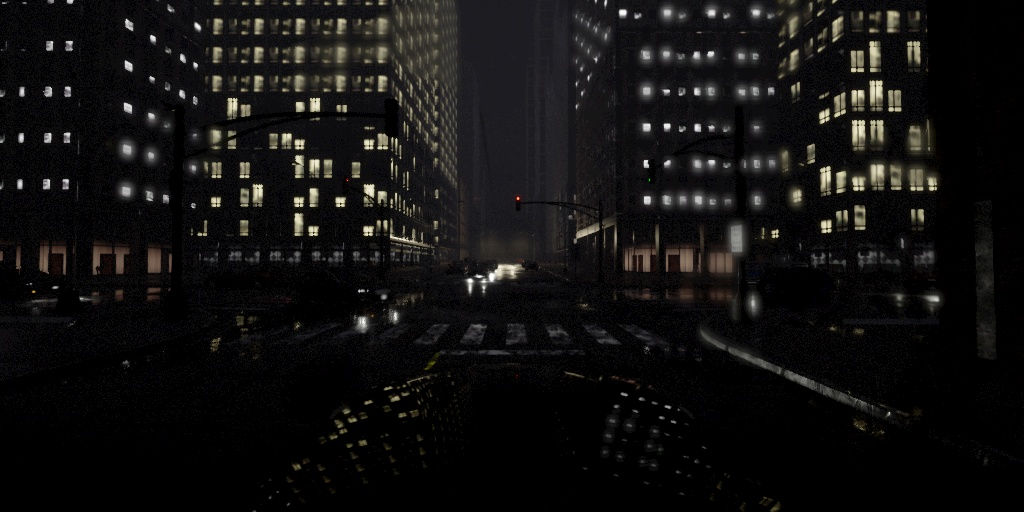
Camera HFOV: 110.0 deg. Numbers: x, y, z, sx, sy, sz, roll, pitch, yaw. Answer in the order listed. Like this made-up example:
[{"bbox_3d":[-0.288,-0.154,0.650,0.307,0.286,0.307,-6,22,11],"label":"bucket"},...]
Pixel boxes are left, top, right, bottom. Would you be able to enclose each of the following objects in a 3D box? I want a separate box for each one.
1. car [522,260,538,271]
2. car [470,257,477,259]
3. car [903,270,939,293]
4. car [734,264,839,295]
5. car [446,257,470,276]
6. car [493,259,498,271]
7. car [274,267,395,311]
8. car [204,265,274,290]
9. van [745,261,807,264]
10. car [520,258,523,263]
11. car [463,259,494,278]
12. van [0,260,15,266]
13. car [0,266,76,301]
[{"bbox_3d":[2.669,1.349,48.792,1.802,1.307,4.207,0,0,0],"label":"car"},{"bbox_3d":[-5.711,1.081,48.726,2.192,1.841,5.009,0,0,0],"label":"car"},{"bbox_3d":[24.345,1.312,19.482,5.008,1.535,1.882,0,-1,0],"label":"car"},{"bbox_3d":[14.865,1.321,19.503,4.892,1.490,1.837,0,-1,0],"label":"car"},{"bbox_3d":[-5.706,1.202,37.576,1.967,1.591,4.097,0,0,0],"label":"car"},{"bbox_3d":[-3.119,1.366,44.407,1.895,1.301,4.718,0,0,0],"label":"car"},{"bbox_3d":[-6.874,1.239,14.333,4.902,1.511,2.128,0,0,27],"label":"car"},{"bbox_3d":[-16.502,1.255,22.134,4.097,1.591,1.967,0,0,0],"label":"car"},{"bbox_3d":[15.972,1.210,22.075,3.998,1.789,1.690,0,0,0],"label":"van"},{"bbox_3d":[2.665,1.296,60.118,1.751,1.417,4.829,0,0,0],"label":"car"},{"bbox_3d":[-3.117,1.309,34.497,2.033,1.411,5.357,0,0,0],"label":"car"},{"bbox_3d":[-33.447,1.132,22.165,3.998,1.789,1.690,0,0,0],"label":"van"},{"bbox_3d":[-22.834,1.256,16.371,4.181,1.385,1.994,0,-1,0],"label":"car"}]
